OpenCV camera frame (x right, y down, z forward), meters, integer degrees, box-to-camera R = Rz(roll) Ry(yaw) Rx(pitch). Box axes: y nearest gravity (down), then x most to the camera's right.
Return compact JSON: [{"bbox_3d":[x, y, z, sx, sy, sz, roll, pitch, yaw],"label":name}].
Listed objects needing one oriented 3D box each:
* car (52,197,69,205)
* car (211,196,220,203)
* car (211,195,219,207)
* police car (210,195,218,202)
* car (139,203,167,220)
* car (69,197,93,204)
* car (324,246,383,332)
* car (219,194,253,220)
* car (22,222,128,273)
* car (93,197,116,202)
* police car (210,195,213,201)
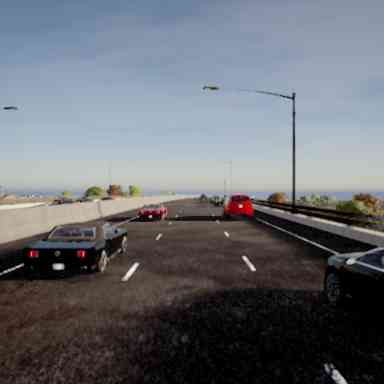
[{"bbox_3d":[-20.224,1.498,52.283,2.128,1.511,4.902,0,0,2],"label":"car"},{"bbox_3d":[5.151,1.594,74.101,1.812,1.442,4.674,0,0,3],"label":"car"},{"bbox_3d":[4.333,1.615,52.300,1.895,1.301,4.718,0,0,2],"label":"car"},{"bbox_3d":[5.664,1.614,85.011,2.038,1.542,4.974,0,0,3],"label":"police car"},{"bbox_3d":[-3.150,1.602,27.818,1.895,1.301,4.718,0,0,1],"label":"car"},{"bbox_3d":[-16.746,1.499,51.623,2.128,1.511,4.902,0,0,2],"label":"car"},{"bbox_3d":[3.618,1.489,4.928,2.128,1.511,4.902,0,0,0],"label":"car"},{"bbox_3d":[3.867,1.225,28.767,2.150,2.045,5.566,0,0,1],"label":"car"},{"bbox_3d":[-3.354,1.597,10.628,1.895,1.301,4.718,0,0,0],"label":"car"},{"bbox_3d":[-13.242,1.486,51.798,1.882,1.535,5.008,0,0,2],"label":"car"},{"bbox_3d":[4.707,1.539,63.188,2.038,1.542,4.974,0,0,2],"label":"police car"}]
